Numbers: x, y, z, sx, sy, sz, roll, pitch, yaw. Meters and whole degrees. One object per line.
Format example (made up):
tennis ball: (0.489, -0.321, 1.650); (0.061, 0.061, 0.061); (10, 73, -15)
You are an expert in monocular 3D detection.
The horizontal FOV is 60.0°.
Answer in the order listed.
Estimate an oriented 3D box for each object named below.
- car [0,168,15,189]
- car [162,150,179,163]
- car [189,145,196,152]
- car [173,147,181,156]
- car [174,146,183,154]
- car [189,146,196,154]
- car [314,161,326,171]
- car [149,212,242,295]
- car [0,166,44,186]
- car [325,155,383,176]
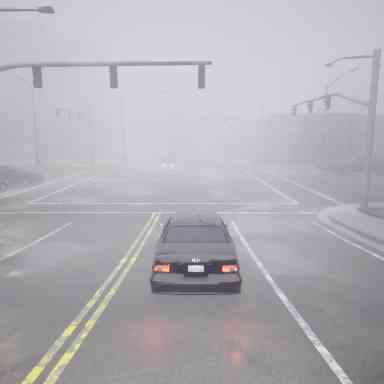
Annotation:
car: (-15.908, -0.732, 23.454); (5.357, 1.411, 2.033); (0, 9, 0)
car: (-3.532, -5.297, 51.515); (2.033, 1.411, 5.357); (0, 9, 0)
car: (0.113, -12.026, 91.705); (2.097, 1.767, 4.553); (0, 9, 0)
car: (-3.492, -6.881, 60.993); (1.837, 1.490, 4.892); (0, 9, 0)
car: (-3.412, -8.503, 71.188); (2.033, 1.411, 5.357); (0, 9, 0)
car: (0.101, -10.166, 81.759); (1.895, 1.301, 4.718); (0, 9, 0)
car: (16.321, -3.050, 37.321); (4.902, 1.511, 2.128); (0, 9, 0)
car: (0.085, 1.219, 8.389); (2.033, 1.411, 5.357); (0, 4, 0)
car: (-14.604, -1.343, 26.948); (4.892, 1.490, 1.837); (0, 9, -1)
car: (17.065, -2.754, 33.816); (5.566, 2.045, 2.150); (0, 9, 1)
